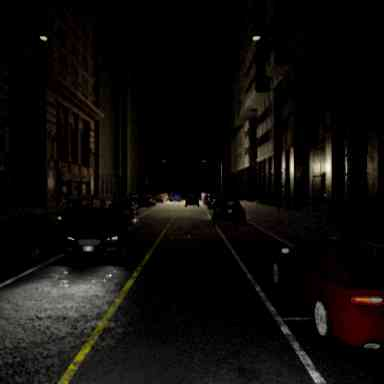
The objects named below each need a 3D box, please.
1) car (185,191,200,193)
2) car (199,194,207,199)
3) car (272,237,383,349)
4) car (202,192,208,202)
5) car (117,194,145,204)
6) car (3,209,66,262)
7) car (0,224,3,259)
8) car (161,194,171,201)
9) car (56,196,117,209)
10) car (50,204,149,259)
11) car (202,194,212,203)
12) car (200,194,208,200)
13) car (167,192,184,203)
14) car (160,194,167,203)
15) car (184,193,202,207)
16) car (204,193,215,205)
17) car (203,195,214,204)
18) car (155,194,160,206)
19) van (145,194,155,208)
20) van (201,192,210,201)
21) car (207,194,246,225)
[{"bbox_3d":[0.004,1.142,59.672,1.882,1.535,5.008,0,0,0],"label":"car"},{"bbox_3d":[2.770,1.118,84.692,1.802,1.307,4.206,0,0,0],"label":"car"},{"bbox_3d":[2.766,1.507,6.264,1.887,1.381,4.507,0,0,0],"label":"car"},{"bbox_3d":[2.769,1.024,51.078,2.192,1.841,5.009,0,0,0],"label":"car"},{"bbox_3d":[-5.757,1.146,28.658,2.192,1.841,5.009,0,0,0],"label":"car"},{"bbox_3d":[-5.760,1.495,11.855,1.947,1.339,4.313,0,0,0],"label":"car"},{"bbox_3d":[-5.759,1.402,6.252,1.967,1.590,4.097,0,0,0],"label":"car"},{"bbox_3d":[-5.756,1.175,73.472,1.802,1.307,4.206,0,0,0],"label":"car"},{"bbox_3d":[-5.758,1.211,17.455,2.192,1.841,5.009,0,0,0],"label":"car"},{"bbox_3d":[-3.100,1.417,12.400,2.128,1.511,4.902,0,0,0],"label":"car"},{"bbox_3d":[2.769,1.175,62.454,1.752,1.417,4.829,0,0,0],"label":"car"},{"bbox_3d":[2.769,1.146,79.091,1.802,1.307,4.206,0,0,0],"label":"car"},{"bbox_3d":[-3.004,1.183,60.976,1.812,1.442,4.674,0,0,0],"label":"car"},{"bbox_3d":[-5.757,1.120,56.668,1.967,1.590,4.097,0,0,0],"label":"car"},{"bbox_3d":[0.038,1.219,45.184,1.882,1.535,5.008,0,0,0],"label":"car"},{"bbox_3d":[2.768,1.209,39.876,1.967,1.590,4.097,0,0,0],"label":"car"},{"bbox_3d":[2.768,1.262,56.682,1.802,1.307,4.206,0,0,0],"label":"car"},{"bbox_3d":[-5.757,1.265,45.294,1.752,1.417,4.829,0,0,0],"label":"car"},{"bbox_3d":[-5.757,1.110,39.861,1.690,1.788,3.998,0,0,0],"label":"van"},{"bbox_3d":[2.770,0.963,67.885,1.690,1.788,3.998,0,0,0],"label":"van"},{"bbox_3d":[2.388,1.217,22.889,2.097,1.767,4.553,0,0,0],"label":"car"}]
